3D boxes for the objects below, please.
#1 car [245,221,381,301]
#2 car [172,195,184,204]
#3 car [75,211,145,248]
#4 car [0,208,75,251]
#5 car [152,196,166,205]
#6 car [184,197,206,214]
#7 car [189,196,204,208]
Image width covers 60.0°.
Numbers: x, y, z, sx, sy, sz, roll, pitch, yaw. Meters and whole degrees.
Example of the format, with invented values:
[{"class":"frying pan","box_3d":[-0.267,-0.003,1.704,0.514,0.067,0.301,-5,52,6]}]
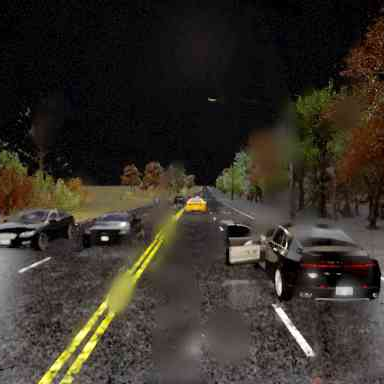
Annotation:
[{"class":"car","box_3d":[2.703,1.497,8.285,1.837,1.490,4.892,0,0,0]},{"class":"car","box_3d":[-2.321,1.397,59.189,1.837,1.490,4.892,0,0,2]},{"class":"car","box_3d":[-3.257,1.548,14.467,1.994,1.385,4.181,0,0,1]},{"class":"car","box_3d":[-6.513,1.476,14.074,2.128,1.511,4.902,0,0,1]},{"class":"car","box_3d":[-5.633,1.388,57.459,2.128,1.511,4.902,0,0,2]},{"class":"car","box_3d":[0.451,1.429,35.092,1.882,1.535,5.008,0,0,2]},{"class":"car","box_3d":[0.679,1.415,47.344,2.128,1.511,4.902,0,0,2]}]
